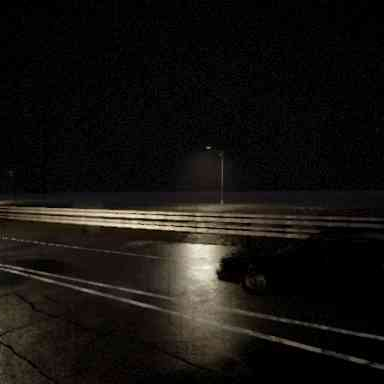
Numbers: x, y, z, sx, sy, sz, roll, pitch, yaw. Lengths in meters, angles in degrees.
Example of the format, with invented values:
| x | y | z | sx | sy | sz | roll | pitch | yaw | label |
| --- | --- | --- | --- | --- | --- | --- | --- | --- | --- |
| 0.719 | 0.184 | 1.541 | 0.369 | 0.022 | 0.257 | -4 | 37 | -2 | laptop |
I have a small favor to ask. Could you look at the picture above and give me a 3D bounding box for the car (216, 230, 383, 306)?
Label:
| x | y | z | sx | sy | sz | roll | pitch | yaw | label |
| --- | --- | --- | --- | --- | --- | --- | --- | --- | --- |
| 3.242 | 1.557 | 7.113 | 5.357 | 1.411 | 2.033 | -1 | 0 | 31 | car |
